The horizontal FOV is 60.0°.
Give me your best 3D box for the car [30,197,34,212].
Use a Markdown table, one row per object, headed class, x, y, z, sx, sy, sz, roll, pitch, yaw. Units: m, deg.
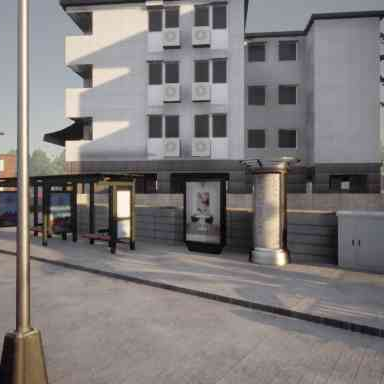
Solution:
| class | x | y | z | sx | sy | sz | roll | pitch | yaw |
| --- | --- | --- | --- | --- | --- | --- | --- | --- | --- |
| car | -16.871 | 1.352 | 34.256 | 2.097 | 1.767 | 4.553 | 0 | 0 | 36 |
